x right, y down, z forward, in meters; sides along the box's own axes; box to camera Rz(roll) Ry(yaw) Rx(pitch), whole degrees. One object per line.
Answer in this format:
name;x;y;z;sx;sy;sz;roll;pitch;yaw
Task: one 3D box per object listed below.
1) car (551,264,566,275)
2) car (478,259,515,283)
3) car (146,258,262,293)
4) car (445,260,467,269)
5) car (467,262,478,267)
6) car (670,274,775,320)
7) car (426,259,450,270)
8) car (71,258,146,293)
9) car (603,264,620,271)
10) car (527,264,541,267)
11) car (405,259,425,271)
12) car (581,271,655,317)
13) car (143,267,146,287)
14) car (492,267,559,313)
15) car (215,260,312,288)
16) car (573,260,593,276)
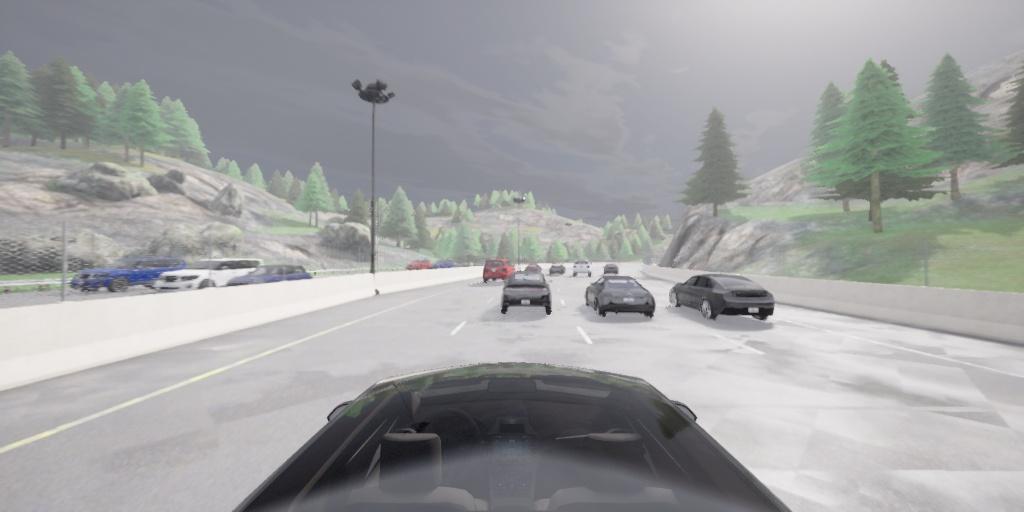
car;6.294;1.799;49.078;2.128;1.511;4.902;0;-1;15
car;-1.020;1.307;31.563;2.150;2.045;5.566;0;-1;10
car;-16.664;1.127;20.446;2.150;2.045;5.566;0;-1;5
car;-8.809;1.880;60.704;2.128;1.511;4.902;0;-1;17
car;-5.267;1.747;60.321;2.097;1.767;4.553;0;-1;17
car;7.548;1.414;13.399;1.837;1.490;4.892;0;0;4
car;-12.066;1.614;62.064;2.150;2.045;5.566;0;-1;17
car;-23.487;1.128;22.547;2.150;2.045;5.566;0;-1;6
car;13.244;1.823;47.921;1.837;1.490;4.892;0;0;15
car;3.085;1.841;50.765;1.812;1.442;4.674;0;-1;15
car;-15.946;1.592;61.336;2.150;2.045;5.566;0;-1;16
car;4.091;1.469;14.131;1.994;1.385;4.181;0;-1;4
car;-19.929;1.484;22.644;1.994;1.385;4.181;0;-1;6
car;0.637;1.392;14.766;2.128;1.511;4.902;0;-1;4
car;-13.182;1.262;19.732;2.097;1.767;4.553;0;-1;5
car;9.140;1.507;46.259;2.150;2.045;5.566;0;-1;14
